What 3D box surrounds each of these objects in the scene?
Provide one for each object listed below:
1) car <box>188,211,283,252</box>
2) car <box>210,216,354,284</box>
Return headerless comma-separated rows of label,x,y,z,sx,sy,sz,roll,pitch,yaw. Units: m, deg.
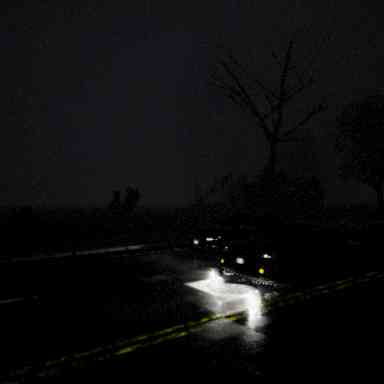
car,2.125,1.530,13.164,4.892,1.490,1.837,0,0,-35
car,2.861,1.586,9.701,4.181,1.385,1.994,0,0,-35
